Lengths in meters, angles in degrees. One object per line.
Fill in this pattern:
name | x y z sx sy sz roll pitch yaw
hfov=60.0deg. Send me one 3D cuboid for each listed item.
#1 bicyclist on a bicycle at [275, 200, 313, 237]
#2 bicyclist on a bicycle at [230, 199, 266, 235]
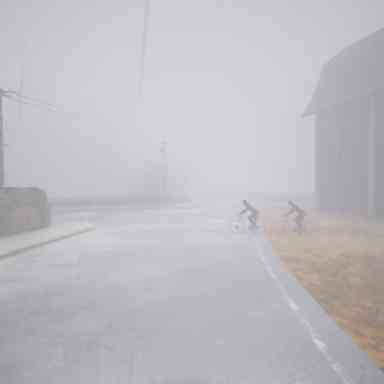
bicyclist on a bicycle | 4.500 1.173 14.703 1.656 1.620 0.582 0 1 8
bicyclist on a bicycle | 2.579 1.166 15.377 1.656 1.620 0.582 0 1 9
